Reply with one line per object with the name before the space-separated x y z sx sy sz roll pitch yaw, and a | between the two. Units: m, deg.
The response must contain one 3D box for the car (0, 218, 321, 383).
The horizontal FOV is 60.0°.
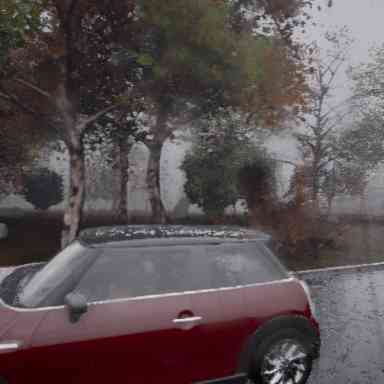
car | -0.883 1.207 3.854 4.553 1.767 2.097 1 2 -19
